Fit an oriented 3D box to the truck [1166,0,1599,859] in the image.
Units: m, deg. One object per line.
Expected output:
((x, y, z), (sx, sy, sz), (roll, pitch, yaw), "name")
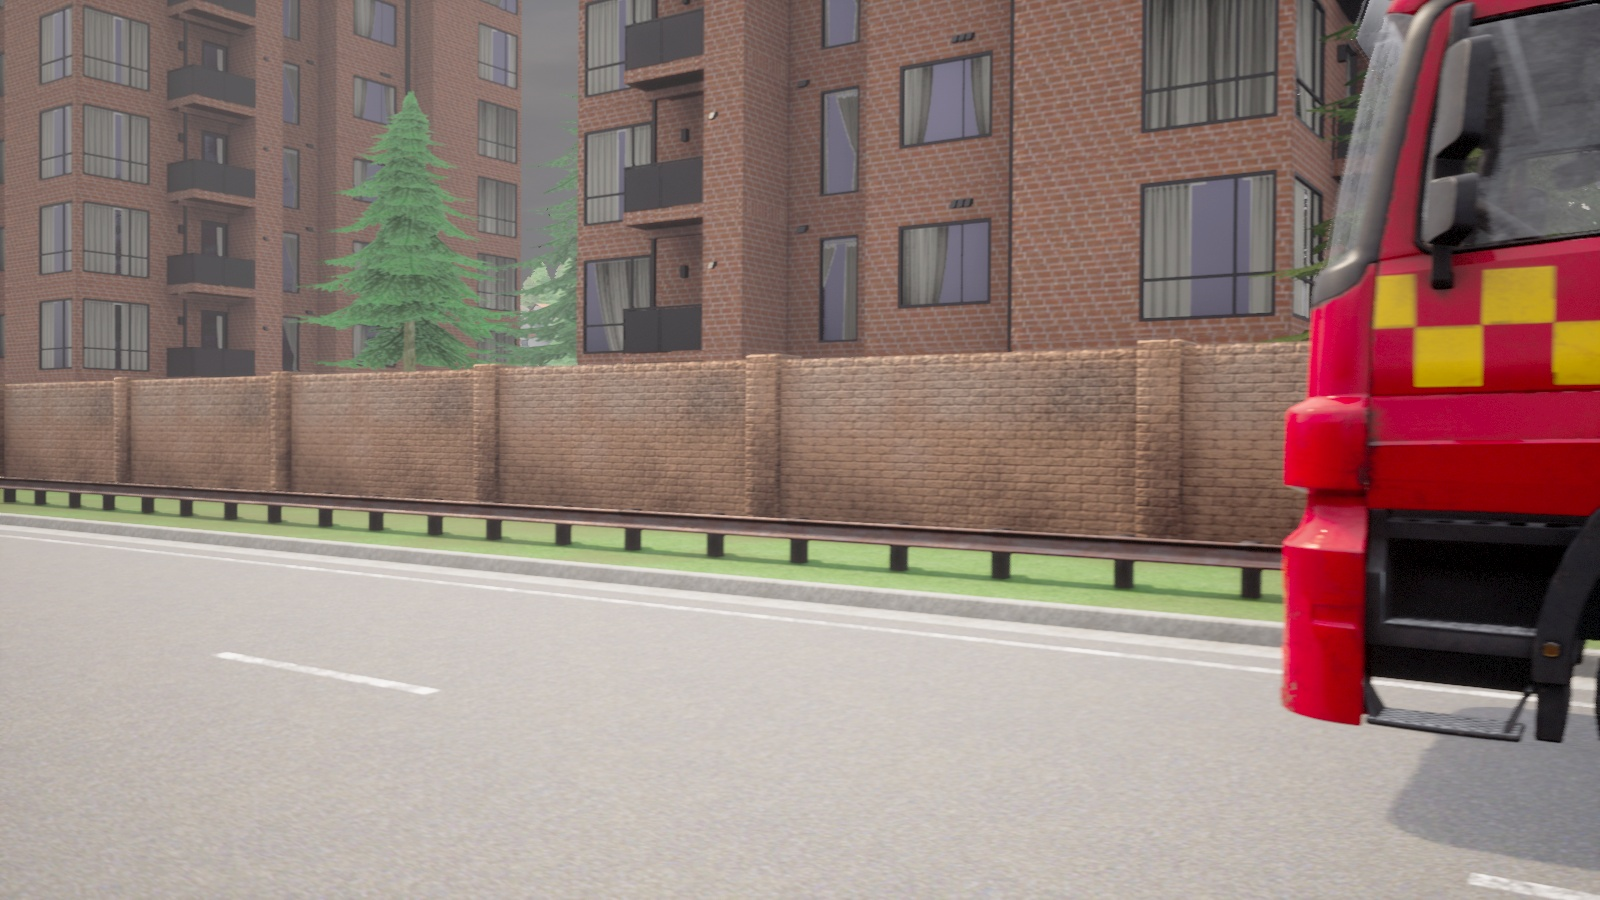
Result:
((5.816, -0.544, 3.938), (8.468, 3.827, 2.891), (0, 1, 34), "truck")
